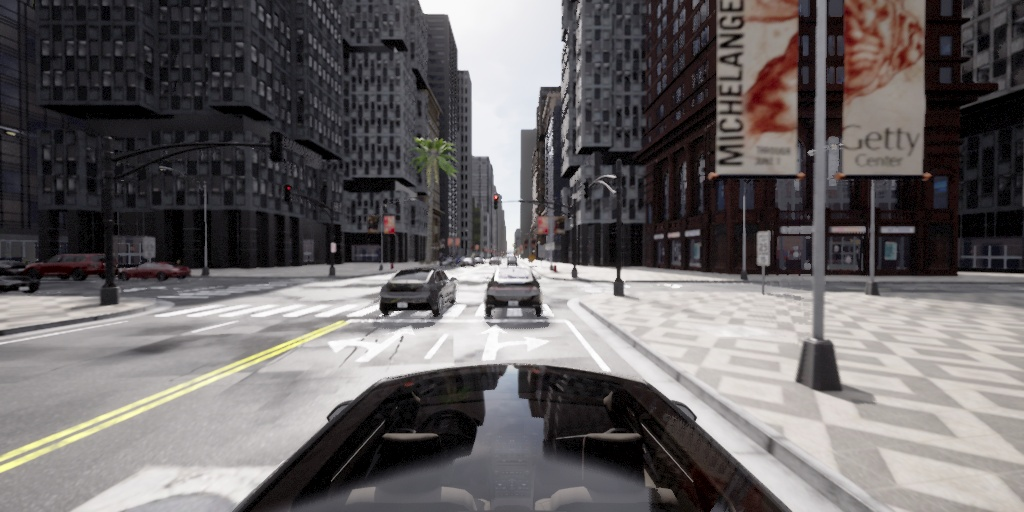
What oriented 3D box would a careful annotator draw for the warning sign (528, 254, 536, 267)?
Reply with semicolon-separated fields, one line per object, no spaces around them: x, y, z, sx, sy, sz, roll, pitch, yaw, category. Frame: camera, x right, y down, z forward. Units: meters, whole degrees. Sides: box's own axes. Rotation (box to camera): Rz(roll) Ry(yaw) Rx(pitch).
2.871;0.558;51.294;1.300;1.860;1.060;0;0;0;warning sign

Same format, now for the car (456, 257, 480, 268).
-6.545;0.987;53.797;2.033;1.411;5.357;0;0;0;car

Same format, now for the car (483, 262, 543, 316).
0.060;1.155;12.918;2.128;1.511;4.902;0;1;0;car

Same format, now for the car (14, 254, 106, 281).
-30.696;0.762;25.136;5.009;1.841;2.192;0;0;-1;car

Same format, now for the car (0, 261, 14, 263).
-36.334;0.996;25.051;4.313;1.339;1.948;0;0;-1;car

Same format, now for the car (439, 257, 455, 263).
-9.795;0.930;54.448;2.128;1.511;4.902;0;0;0;car

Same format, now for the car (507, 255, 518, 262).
0.044;0.981;63.543;2.033;1.411;5.357;0;0;0;car

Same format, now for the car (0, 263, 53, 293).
-24.932;1.143;16.697;4.313;1.339;1.948;0;0;-1;car

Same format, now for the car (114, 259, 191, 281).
-25.058;1.048;25.221;4.207;1.307;1.802;0;0;-1;car

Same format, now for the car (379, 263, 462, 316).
-3.189;1.168;12.925;1.837;1.490;4.892;0;1;0;car
